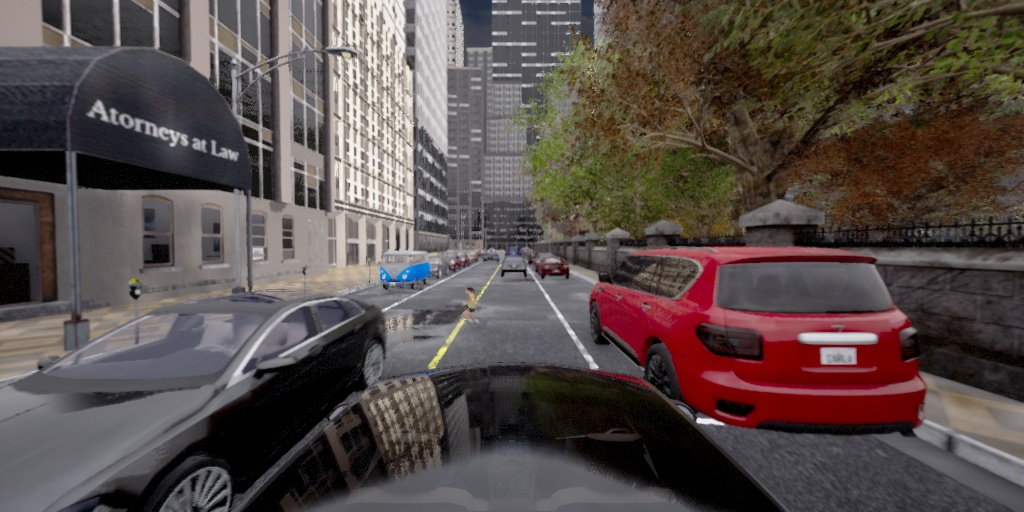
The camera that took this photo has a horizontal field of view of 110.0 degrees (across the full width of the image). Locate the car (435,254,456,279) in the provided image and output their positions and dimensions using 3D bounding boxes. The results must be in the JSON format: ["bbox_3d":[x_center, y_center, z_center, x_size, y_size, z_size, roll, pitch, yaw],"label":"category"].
[{"bbox_3d":[-5.236,0.693,23.494,2.007,1.370,4.403,0,0,0],"label":"car"}]

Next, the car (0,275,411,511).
[{"bbox_3d":[-2.843,1.187,3.660,2.128,1.511,4.902,0,2,0],"label":"car"}]

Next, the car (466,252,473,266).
[{"bbox_3d":[-5.196,0.270,34.580,1.967,1.591,4.097,0,0,0],"label":"car"}]

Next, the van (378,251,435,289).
[{"bbox_3d":[-5.256,0.638,17.952,1.690,1.789,3.998,0,0,0],"label":"van"}]

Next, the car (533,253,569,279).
[{"bbox_3d":[2.644,0.688,23.461,1.888,1.381,4.507,0,0,0],"label":"car"}]

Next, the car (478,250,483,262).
[{"bbox_3d":[-5.156,0.100,45.665,1.802,1.307,4.207,0,0,0],"label":"car"}]

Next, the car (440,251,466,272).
[{"bbox_3d":[-5.216,0.426,29.037,1.967,1.591,4.097,0,0,0],"label":"car"}]

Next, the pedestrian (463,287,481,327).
[{"bbox_3d":[-0.995,1.221,8.989,0.500,1.100,0.500,0,2,0],"label":"pedestrian"}]

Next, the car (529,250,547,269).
[{"bbox_3d":[2.664,0.427,29.004,1.967,1.591,4.097,0,0,0],"label":"car"}]

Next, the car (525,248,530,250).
[{"bbox_3d":[2.725,0.063,45.633,1.888,1.381,4.507,0,0,0],"label":"car"}]

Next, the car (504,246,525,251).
[{"bbox_3d":[0.235,-0.249,45.269,2.150,2.045,5.566,0,2,1],"label":"car"}]

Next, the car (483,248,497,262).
[{"bbox_3d":[-2.663,0.071,46.057,1.994,1.385,4.181,0,2,0],"label":"car"}]

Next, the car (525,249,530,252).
[{"bbox_3d":[2.704,0.241,40.090,1.948,1.339,4.313,0,0,0],"label":"car"}]

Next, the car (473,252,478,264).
[{"bbox_3d":[-5.177,0.200,39.952,1.751,1.417,4.829,0,0,0],"label":"car"}]

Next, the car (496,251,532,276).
[{"bbox_3d":[0.144,0.622,25.887,2.033,1.411,5.357,0,2,0],"label":"car"}]

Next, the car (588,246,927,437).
[{"bbox_3d":[2.765,0.863,5.710,2.150,2.045,5.566,0,2,0],"label":"car"}]
